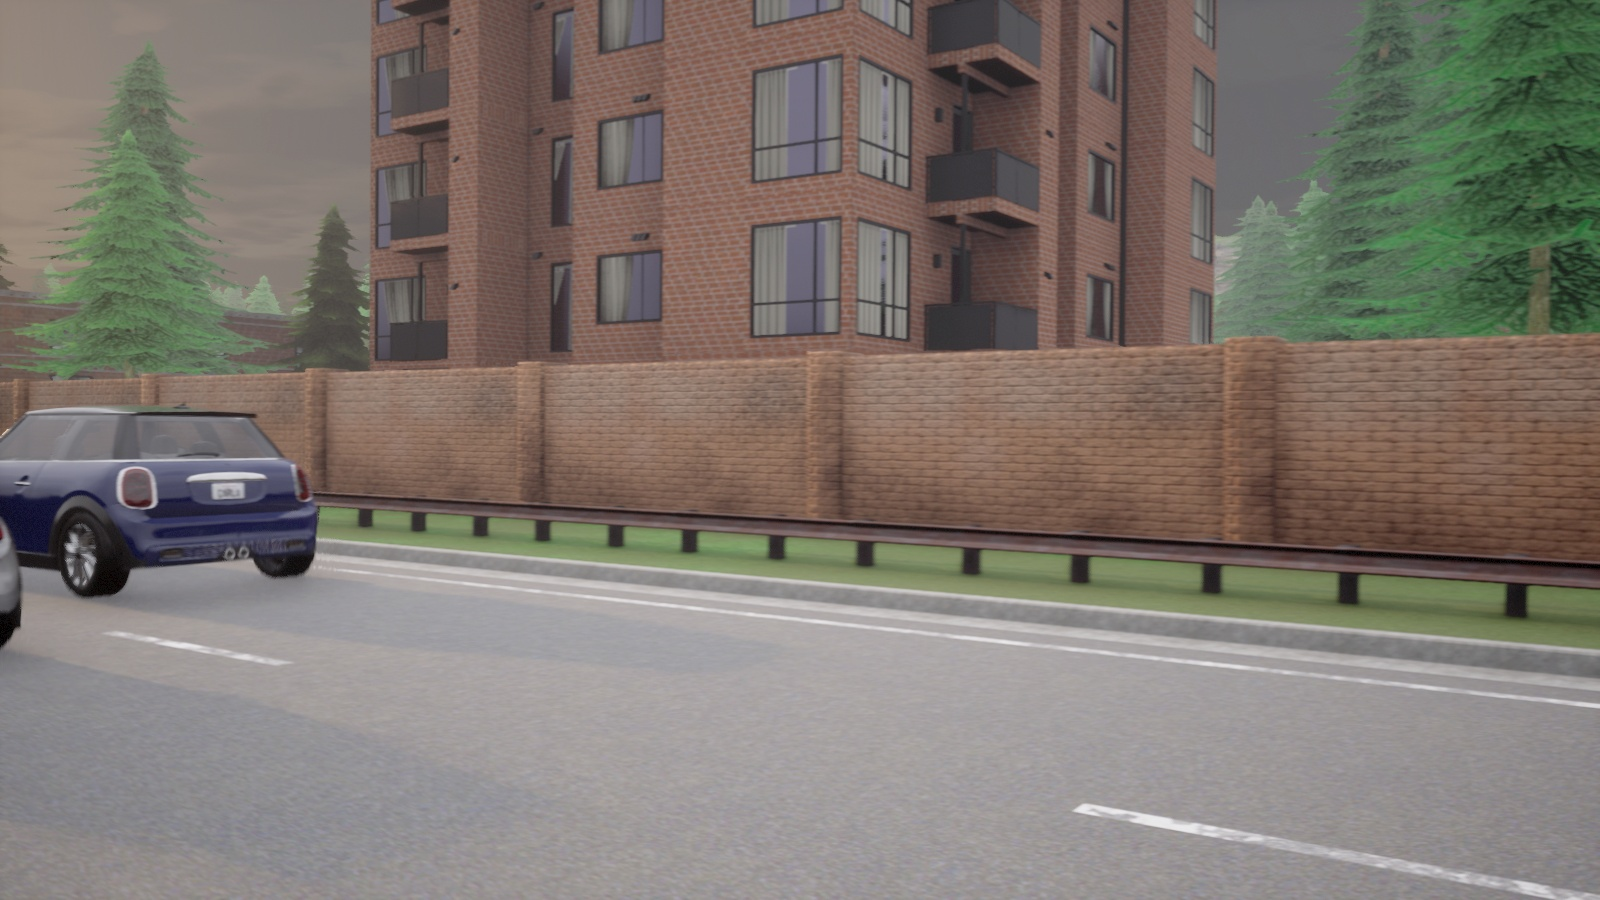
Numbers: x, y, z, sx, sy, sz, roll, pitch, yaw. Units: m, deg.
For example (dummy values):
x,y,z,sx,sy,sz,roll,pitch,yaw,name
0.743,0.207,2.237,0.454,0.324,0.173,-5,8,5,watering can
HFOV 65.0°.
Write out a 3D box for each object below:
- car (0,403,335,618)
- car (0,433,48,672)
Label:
x,y,z,sx,sy,sz,roll,pitch,yaw,name
-6.956,0.483,12.444,4.553,1.767,2.097,0,1,34,car
-6.928,0.647,8.226,3.806,1.475,1.970,0,1,34,car
